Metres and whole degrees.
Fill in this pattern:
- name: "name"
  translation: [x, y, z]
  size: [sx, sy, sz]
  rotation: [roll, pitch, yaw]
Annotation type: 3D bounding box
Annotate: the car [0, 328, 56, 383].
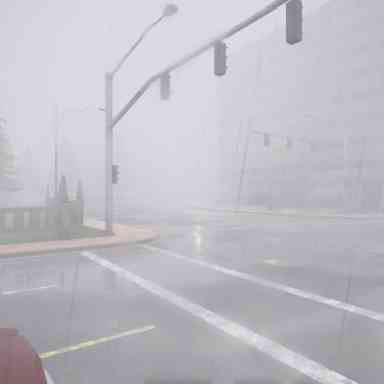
- name: "car"
  translation: [-3.118, 1.601, 1.554]
  size: [4.718, 1.301, 1.895]
  rotation: [0, 0, -35]
